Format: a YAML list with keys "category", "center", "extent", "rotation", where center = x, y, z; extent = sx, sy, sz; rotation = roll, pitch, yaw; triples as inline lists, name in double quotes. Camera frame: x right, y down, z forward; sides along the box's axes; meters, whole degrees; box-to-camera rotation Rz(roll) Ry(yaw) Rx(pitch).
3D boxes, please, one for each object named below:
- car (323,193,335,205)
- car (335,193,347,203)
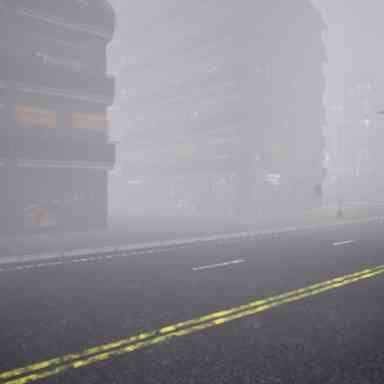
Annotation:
- category: "car"
  center: [16.097, 1.083, 44.679]
  extent: [4.829, 1.417, 1.752]
  rotation: [1, 0, 42]
- category: "car"
  center: [21.552, 0.920, 51.272]
  extent: [4.097, 1.590, 1.967]
  rotation: [1, 0, 42]
